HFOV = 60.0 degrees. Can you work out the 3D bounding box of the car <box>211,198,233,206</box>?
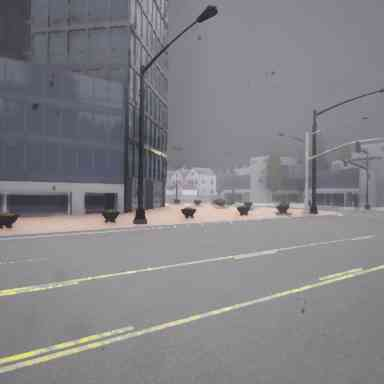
[{"bbox_3d":[5.120,1.724,56.693,1.994,1.385,4.181,1,-1,-35],"label":"car"}]
